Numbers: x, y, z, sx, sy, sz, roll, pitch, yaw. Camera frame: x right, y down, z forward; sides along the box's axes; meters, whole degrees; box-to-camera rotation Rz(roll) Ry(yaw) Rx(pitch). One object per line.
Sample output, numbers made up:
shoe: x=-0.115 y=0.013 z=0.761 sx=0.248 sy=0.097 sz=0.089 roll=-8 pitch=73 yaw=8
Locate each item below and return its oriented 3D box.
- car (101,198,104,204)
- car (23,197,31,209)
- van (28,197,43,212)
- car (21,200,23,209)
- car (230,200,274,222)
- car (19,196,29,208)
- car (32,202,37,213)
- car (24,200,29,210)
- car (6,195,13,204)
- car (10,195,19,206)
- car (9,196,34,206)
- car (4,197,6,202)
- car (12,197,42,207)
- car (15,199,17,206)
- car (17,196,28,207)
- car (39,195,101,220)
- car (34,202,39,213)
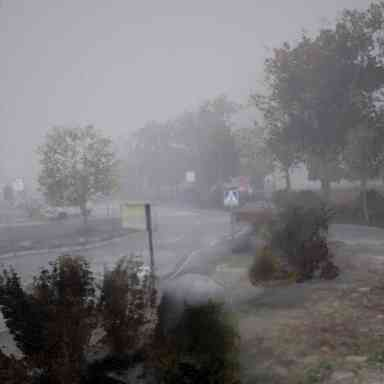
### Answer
car: x=-18.057 y=1.388 z=61.732 sx=2.097 sy=1.767 sz=4.553 roll=-5 pitch=3 yaw=-33
car: x=-23.780 y=2.062 z=53.220 sx=2.185 sy=1.767 sz=4.553 roll=-2 pitch=3 yaw=37
van: x=-20.542 y=1.975 z=48.110 sx=1.878 sy=1.987 sz=4.442 roll=-2 pitch=4 yaw=37
car: x=-25.385 y=2.222 z=55.765 sx=2.002 sy=1.452 sz=4.674 roll=-2 pitch=3 yaw=37
car: x=4.890 y=1.494 z=25.991 sx=2.097 sy=1.767 sz=4.553 roll=-5 pitch=2 yaw=-30
car: x=-27.011 y=2.051 z=58.296 sx=2.185 sy=1.767 sz=4.553 roll=-2 pitch=4 yaw=37
car: x=-18.818 y=2.235 z=45.704 sx=2.002 sy=1.452 sz=4.674 roll=-2 pitch=3 yaw=37
car: x=-22.096 y=2.187 z=50.733 sx=2.097 sy=1.535 sz=5.008 roll=-2 pitch=4 yaw=37
car: x=-36.868 y=1.928 z=73.396 sx=2.435 sy=2.045 sz=5.566 roll=-3 pitch=3 yaw=37
car: x=-31.942 y=1.923 z=65.844 sx=2.435 sy=2.045 sz=5.566 roll=-2 pitch=3 yaw=37
car: x=-40.155 y=2.065 z=78.385 sx=2.185 sy=1.767 sz=4.553 roll=-2 pitch=3 yaw=37
car: x=-43.383 y=2.225 z=83.468 sx=2.163 sy=1.488 sz=4.792 roll=-3 pitch=3 yaw=37
car: x=-35.104 y=2.160 z=71.015 sx=1.946 sy=1.575 sz=5.366 roll=-2 pitch=3 yaw=37
car: x=-30.287 y=2.203 z=63.341 sx=2.163 sy=1.488 sz=4.792 roll=-2 pitch=3 yaw=37
car: x=-28.648 y=2.049 z=60.812 sx=2.185 sy=1.767 sz=4.553 roll=-2 pitch=4 yaw=37
car: x=-13.893 y=1.954 z=38.130 sx=2.435 sy=2.045 sz=5.566 roll=-2 pitch=4 yaw=37
car: x=-17.058 y=2.180 z=43.341 sx=1.946 sy=1.575 sz=5.366 roll=-2 pitch=3 yaw=37
